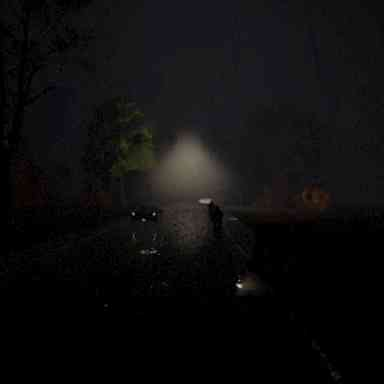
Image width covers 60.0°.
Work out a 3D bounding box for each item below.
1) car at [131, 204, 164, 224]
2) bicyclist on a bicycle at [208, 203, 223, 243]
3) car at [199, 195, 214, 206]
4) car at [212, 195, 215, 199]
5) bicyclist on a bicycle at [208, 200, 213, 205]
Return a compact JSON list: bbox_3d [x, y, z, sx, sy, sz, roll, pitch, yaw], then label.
[{"bbox_3d":[-3.245,1.589,24.882,1.895,1.301,4.718,0,0,2],"label":"car"},{"bbox_3d":[1.164,1.443,15.158,0.582,1.620,1.656,0,0,1],"label":"bicyclist on a bicycle"},{"bbox_3d":[2.239,1.669,55.882,1.895,1.301,4.718,0,0,4],"label":"car"},{"bbox_3d":[3.608,1.732,73.515,1.895,1.301,4.718,0,0,5],"label":"car"},{"bbox_3d":[1.417,1.446,24.293,0.582,1.620,1.656,0,0,2],"label":"bicyclist on a bicycle"}]
